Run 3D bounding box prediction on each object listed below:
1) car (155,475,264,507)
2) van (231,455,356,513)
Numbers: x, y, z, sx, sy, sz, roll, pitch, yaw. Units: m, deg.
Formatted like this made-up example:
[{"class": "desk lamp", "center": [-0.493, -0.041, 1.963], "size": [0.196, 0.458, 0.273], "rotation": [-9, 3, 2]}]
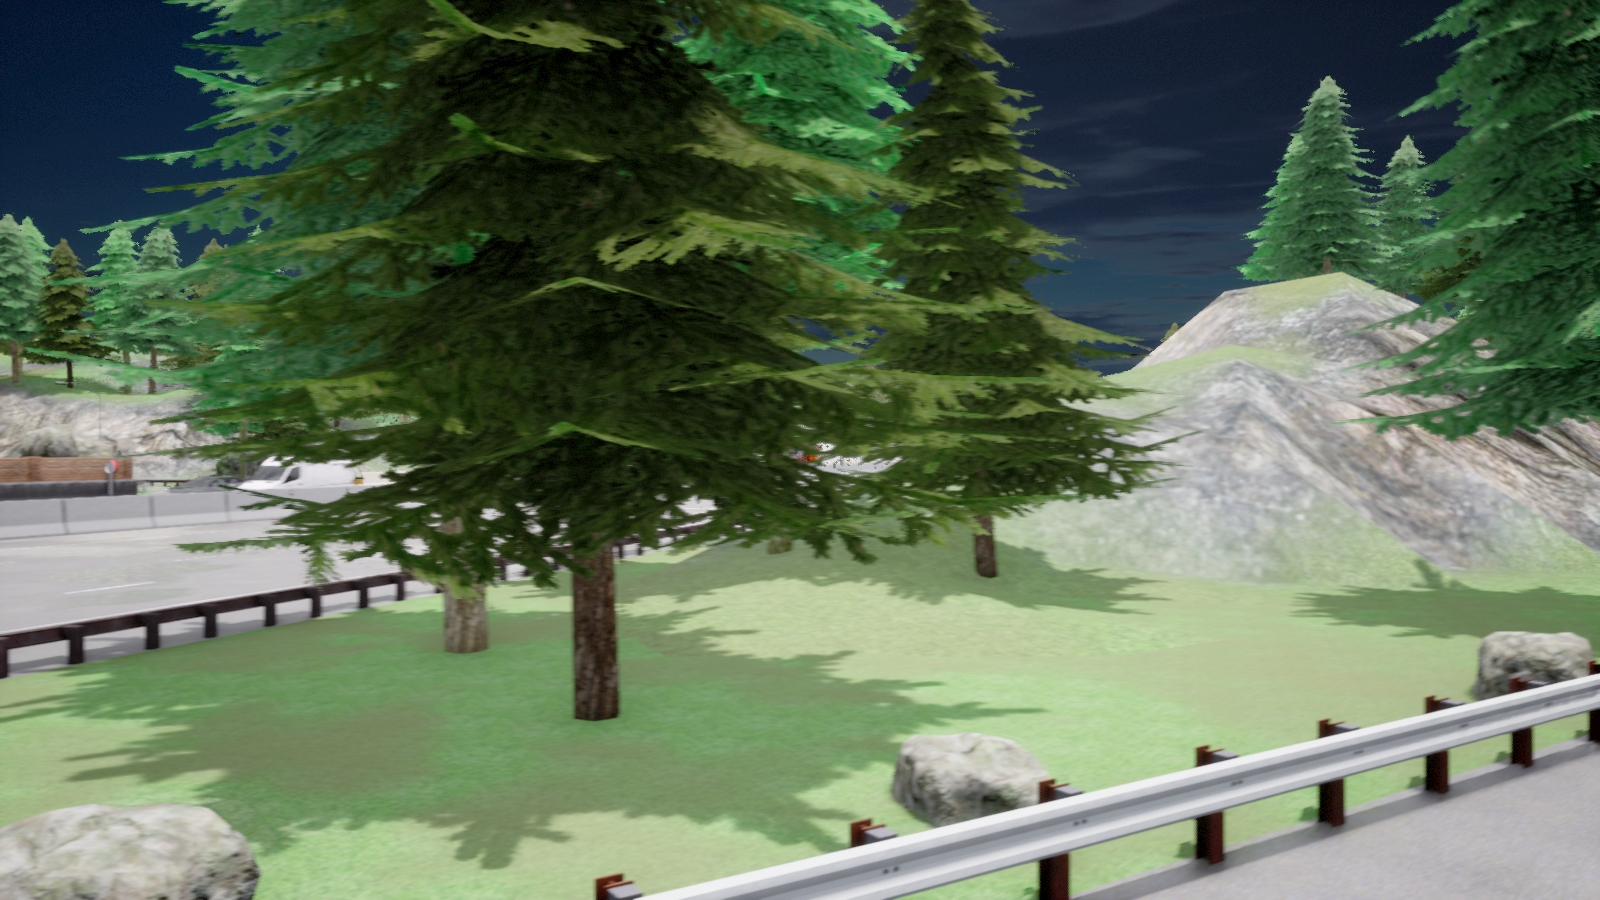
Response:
[{"class": "car", "center": [-30.028, 2.049, 58.251], "size": [2.163, 1.488, 4.792], "rotation": [0, 0, 18]}, {"class": "van", "center": [-23.930, 1.522, 54.281], "size": [1.988, 2.561, 5.915], "rotation": [0, 0, 18]}]
